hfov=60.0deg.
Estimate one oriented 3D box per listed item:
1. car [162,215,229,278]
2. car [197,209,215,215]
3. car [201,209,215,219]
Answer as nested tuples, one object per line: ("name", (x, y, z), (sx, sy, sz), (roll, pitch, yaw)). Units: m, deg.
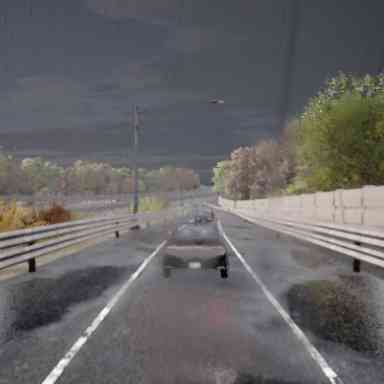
("car", (0.132, 1.733, 10.954), (2.128, 1.511, 4.902), (0, -2, 1))
("car", (1.364, 2.849, 36.218), (1.895, 1.301, 4.718), (0, -2, 4))
("car", (2.545, 3.362, 51.824), (1.882, 1.535, 5.008), (0, -3, 4))
